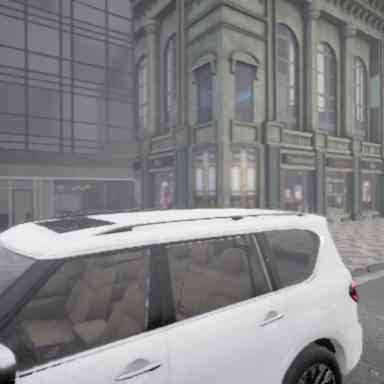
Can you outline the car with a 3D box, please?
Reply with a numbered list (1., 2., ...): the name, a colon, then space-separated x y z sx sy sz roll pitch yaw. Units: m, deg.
1. car: -0.813 1.218 2.797 5.566 2.045 2.150 0 0 -35
